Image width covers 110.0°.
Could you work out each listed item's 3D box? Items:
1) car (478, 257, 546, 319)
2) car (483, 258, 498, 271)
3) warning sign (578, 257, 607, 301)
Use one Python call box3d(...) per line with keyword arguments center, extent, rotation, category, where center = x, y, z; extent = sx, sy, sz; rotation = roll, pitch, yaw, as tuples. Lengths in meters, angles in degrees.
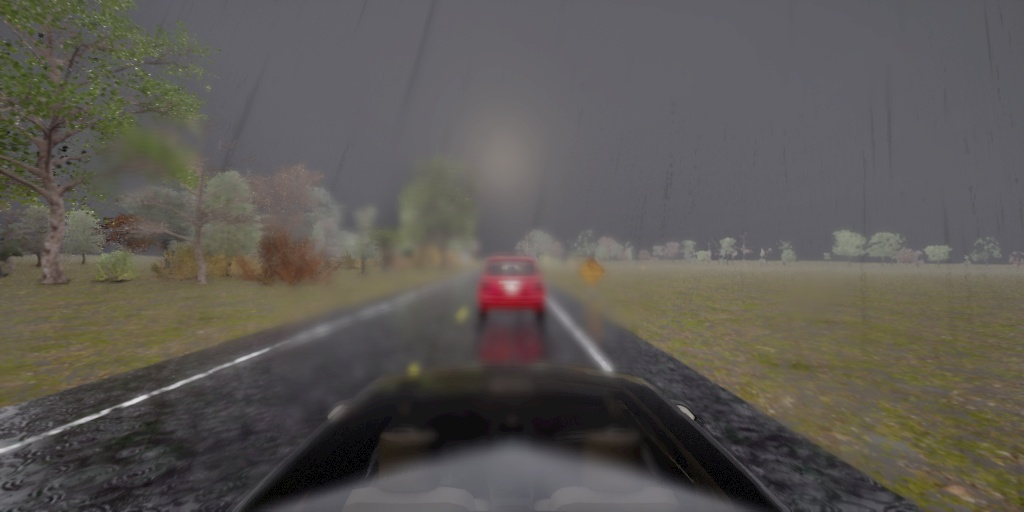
box3d(center=(0.027, 1.057, 13.294), extent=(2.150, 2.045, 5.566), rotation=(0, 0, 0), category="car")
box3d(center=(-3.567, 1.409, 60.044), extent=(2.150, 2.045, 5.566), rotation=(0, 0, 1), category="car")
box3d(center=(3.545, 0.968, 15.738), extent=(1.300, 1.860, 1.060), rotation=(0, 0, 0), category="warning sign")
